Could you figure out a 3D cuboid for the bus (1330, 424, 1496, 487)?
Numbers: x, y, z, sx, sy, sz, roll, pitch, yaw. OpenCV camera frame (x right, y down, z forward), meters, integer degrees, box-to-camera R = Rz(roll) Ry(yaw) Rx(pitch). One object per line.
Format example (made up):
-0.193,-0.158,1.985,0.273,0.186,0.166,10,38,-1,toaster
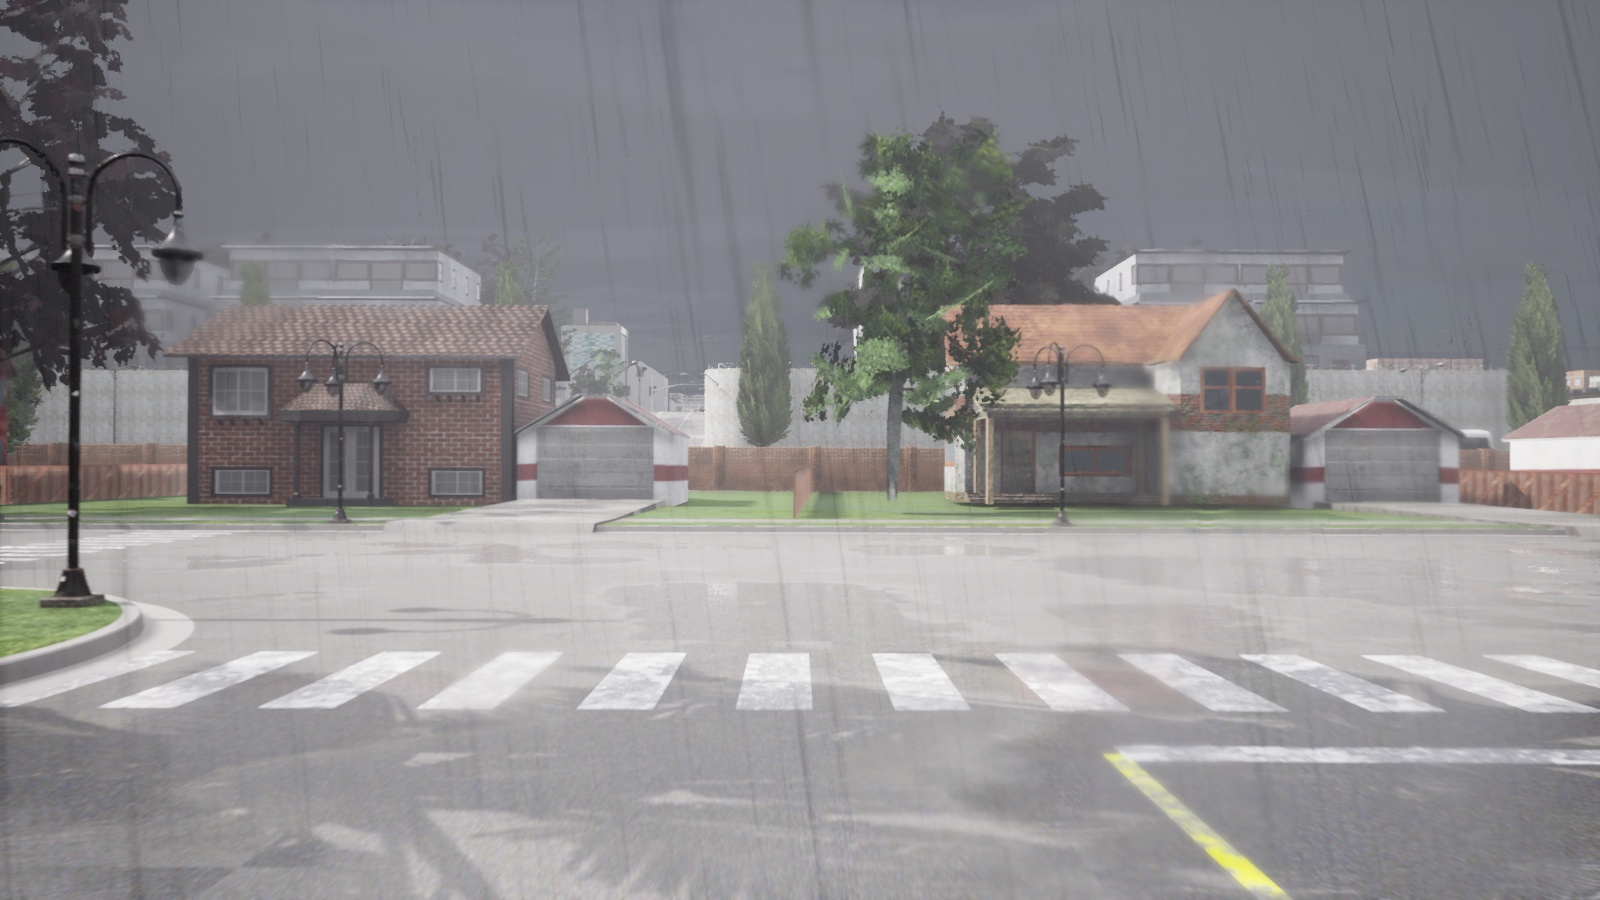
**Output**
42.516,0.361,87.200,10.273,4.253,3.944,0,0,-14,bus
